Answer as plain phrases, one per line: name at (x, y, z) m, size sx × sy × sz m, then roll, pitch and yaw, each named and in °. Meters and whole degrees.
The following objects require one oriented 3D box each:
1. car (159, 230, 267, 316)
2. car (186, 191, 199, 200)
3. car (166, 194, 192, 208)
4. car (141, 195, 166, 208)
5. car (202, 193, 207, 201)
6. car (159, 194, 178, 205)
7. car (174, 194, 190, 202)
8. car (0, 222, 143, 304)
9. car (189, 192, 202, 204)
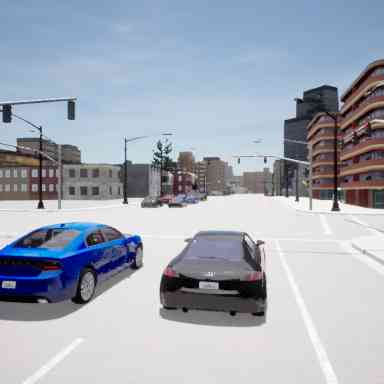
car at (0.689, 1.564, 7.637) m, size 1.994 × 1.385 × 4.181 m, roll 0°, pitch 0°, yaw 12°
car at (0.048, 0.752, 74.930) m, size 2.097 × 1.767 × 4.553 m, roll 0°, pitch 1°, yaw 11°
car at (-1.925, 1.409, 46.886) m, size 2.033 × 1.411 × 5.357 m, roll 0°, pitch 1°, yaw 11°
car at (-5.561, 1.230, 46.508) m, size 2.097 × 1.767 × 4.553 m, roll 0°, pitch 1°, yaw 11°
car at (1.867, 1.052, 66.114) m, size 1.837 × 1.490 × 4.892 m, roll 0°, pitch 1°, yaw 12°
car at (-3.800, 1.226, 55.474) m, size 1.882 × 1.535 × 5.008 m, roll 0°, pitch 1°, yaw 11°
car at (-1.895, 1.125, 65.126) m, size 2.033 × 1.411 × 5.357 m, roll 0°, pitch 1°, yaw 11°
car at (-2.748, 1.478, 8.283) m, size 1.882 × 1.535 × 5.008 m, roll 0°, pitch 0°, yaw 11°
car at (-0.091, 1.249, 56.291) m, size 1.812 × 1.442 × 4.674 m, roll 0°, pitch 1°, yaw 11°
